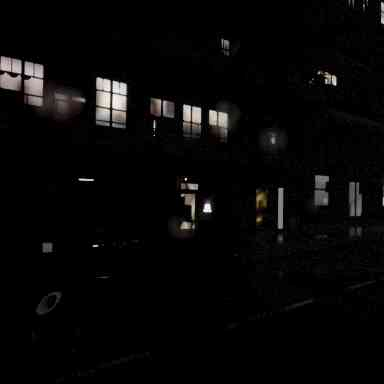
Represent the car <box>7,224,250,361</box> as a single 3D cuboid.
[{"bbox_3d":[-0.942,1.441,5.876,4.097,1.590,1.967,0,1,-36],"label":"car"}]
